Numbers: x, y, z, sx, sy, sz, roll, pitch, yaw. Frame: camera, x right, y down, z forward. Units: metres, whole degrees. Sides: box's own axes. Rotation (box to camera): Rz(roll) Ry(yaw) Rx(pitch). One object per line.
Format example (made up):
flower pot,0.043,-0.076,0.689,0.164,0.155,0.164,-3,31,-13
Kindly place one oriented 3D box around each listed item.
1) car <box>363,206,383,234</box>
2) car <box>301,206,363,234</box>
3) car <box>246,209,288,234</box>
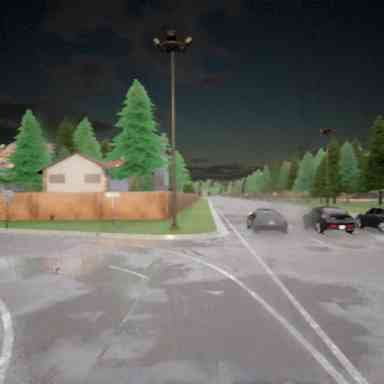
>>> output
car,11.524,1.596,19.804,1.837,1.490,4.892,-1,-1,2
car,8.030,1.630,19.985,1.837,1.490,4.892,-1,-1,2
car,4.555,1.729,20.659,1.994,1.385,4.181,-1,-1,2
